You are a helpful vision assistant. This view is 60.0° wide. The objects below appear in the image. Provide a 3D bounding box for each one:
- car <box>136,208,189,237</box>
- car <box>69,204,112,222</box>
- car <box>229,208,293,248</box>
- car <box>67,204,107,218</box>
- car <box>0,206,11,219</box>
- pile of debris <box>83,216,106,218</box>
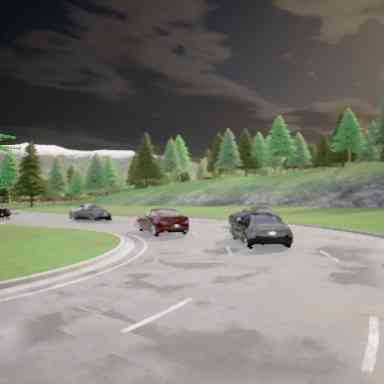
[{"bbox_3d":[-1.886,1.710,19.966,1.882,1.535,5.008,0,-1,-26],"label":"car"},{"bbox_3d":[-9.472,2.030,31.204,4.181,1.385,1.994,-1,-1,35],"label":"car"},{"bbox_3d":[3.107,1.670,15.502,1.994,1.385,4.181,-1,-1,-4],"label":"car"},{"bbox_3d":[-11.781,2.083,37.212,4.674,1.442,1.812,-2,-1,36],"label":"car"},{"bbox_3d":[-21.362,2.185,35.897,5.008,1.535,1.882,-1,-1,40],"label":"car"},{"bbox_3d":[-10.584,2.707,36.070,1.860,0.140,1.500,-1,-1,36],"label":"pile of debris"}]
